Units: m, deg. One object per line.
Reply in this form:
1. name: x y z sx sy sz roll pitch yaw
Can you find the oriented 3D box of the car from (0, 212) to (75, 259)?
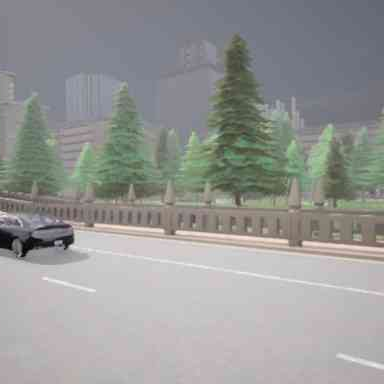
1. car: -6.569 1.547 12.887 4.902 1.511 2.128 0 0 36
